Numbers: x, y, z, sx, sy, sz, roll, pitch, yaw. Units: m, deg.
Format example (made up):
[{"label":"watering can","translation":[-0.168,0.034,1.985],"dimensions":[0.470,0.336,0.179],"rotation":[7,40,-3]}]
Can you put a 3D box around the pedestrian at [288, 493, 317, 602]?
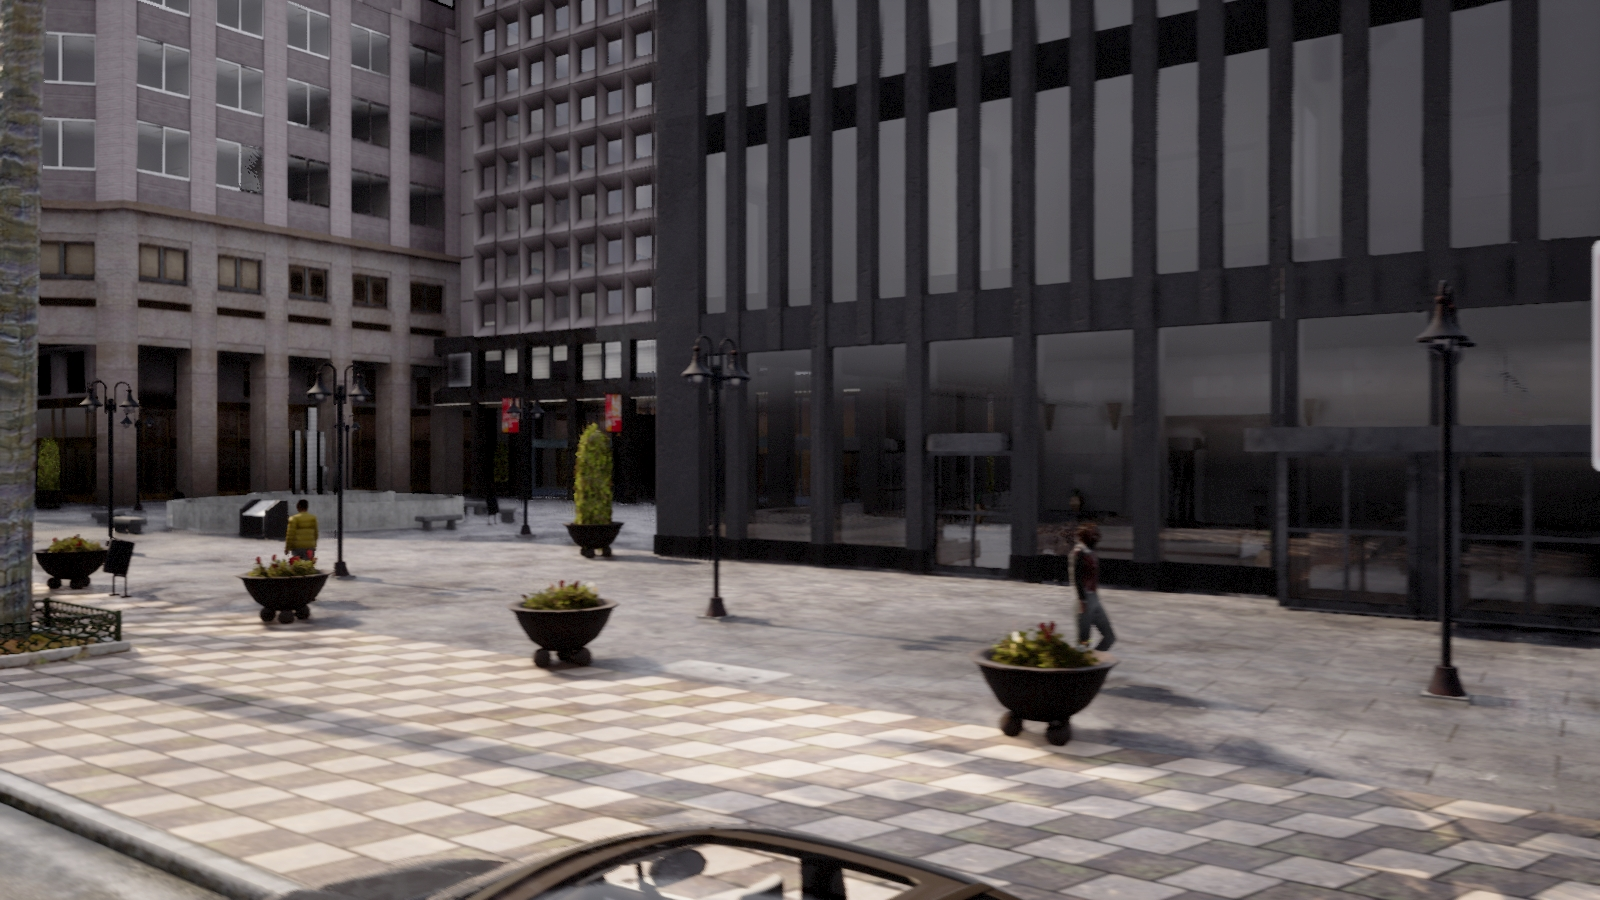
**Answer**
[{"label":"pedestrian","translation":[-8.716,1.701,20.015],"dimensions":[0.375,1.860,0.375],"rotation":[0,0,-40]}]

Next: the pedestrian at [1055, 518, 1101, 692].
[{"label":"pedestrian","translation":[3.098,1.704,12.717],"dimensions":[0.375,1.860,0.375],"rotation":[0,0,37]}]
